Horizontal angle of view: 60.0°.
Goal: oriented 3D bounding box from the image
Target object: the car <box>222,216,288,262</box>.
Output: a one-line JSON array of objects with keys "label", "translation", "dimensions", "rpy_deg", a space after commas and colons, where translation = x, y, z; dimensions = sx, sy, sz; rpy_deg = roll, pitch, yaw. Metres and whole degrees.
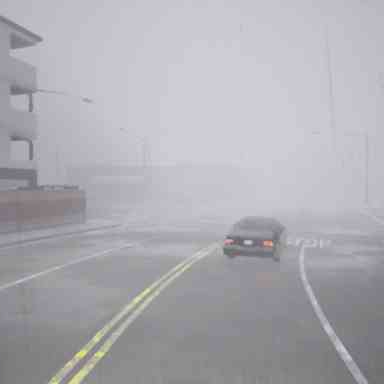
[{"label": "car", "translation": [2.557, 1.619, 12.711], "dimensions": [2.033, 1.411, 5.357], "rpy_deg": [1, 0, 19]}]

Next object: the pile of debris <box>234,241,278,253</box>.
[{"label": "pile of debris", "translation": [2.689, 2.252, 13.727], "dimensions": [1.500, 0.140, 1.860], "rpy_deg": [1, 0, 21]}]
